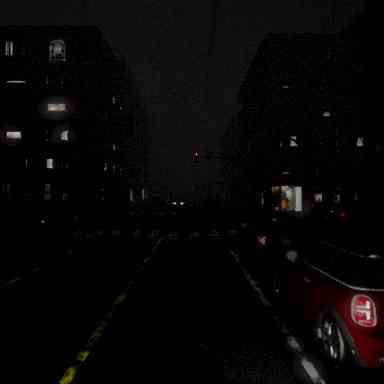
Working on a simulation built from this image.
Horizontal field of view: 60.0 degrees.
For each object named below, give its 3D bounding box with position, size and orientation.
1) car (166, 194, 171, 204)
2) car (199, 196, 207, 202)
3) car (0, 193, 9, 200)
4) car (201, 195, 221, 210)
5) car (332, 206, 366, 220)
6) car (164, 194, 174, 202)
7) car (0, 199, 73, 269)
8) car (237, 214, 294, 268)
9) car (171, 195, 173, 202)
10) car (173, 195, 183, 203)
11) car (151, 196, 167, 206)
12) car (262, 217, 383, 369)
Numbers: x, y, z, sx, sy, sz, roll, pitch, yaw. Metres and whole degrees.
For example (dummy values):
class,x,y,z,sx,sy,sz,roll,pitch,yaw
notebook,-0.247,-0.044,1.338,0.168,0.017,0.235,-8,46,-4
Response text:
class,x,y,z,sx,sy,sz,roll,pitch,yaw
car,-5.691,1.607,65.798,1.752,1.417,4.829,0,0,0
car,2.690,1.664,82.612,1.887,1.381,4.507,0,0,0
car,-19.369,1.003,30.684,5.009,1.841,2.192,1,-1,0
car,2.690,1.351,43.773,2.192,1.841,5.009,0,0,0
car,13.506,1.764,25.042,5.357,1.411,2.033,1,0,0
car,-5.691,1.434,82.612,2.192,1.841,5.009,0,0,0
car,-5.689,1.312,11.275,2.192,1.841,5.009,0,0,0
car,2.691,1.438,11.273,1.967,1.590,4.097,0,0,0
car,-5.691,1.676,71.517,1.802,1.307,4.206,0,0,0
car,-3.000,1.571,74.122,1.882,1.535,5.008,0,0,0
car,-5.691,1.625,54.870,1.947,1.339,4.313,0,0,0
car,2.692,1.437,5.729,1.967,1.590,4.097,0,0,0
